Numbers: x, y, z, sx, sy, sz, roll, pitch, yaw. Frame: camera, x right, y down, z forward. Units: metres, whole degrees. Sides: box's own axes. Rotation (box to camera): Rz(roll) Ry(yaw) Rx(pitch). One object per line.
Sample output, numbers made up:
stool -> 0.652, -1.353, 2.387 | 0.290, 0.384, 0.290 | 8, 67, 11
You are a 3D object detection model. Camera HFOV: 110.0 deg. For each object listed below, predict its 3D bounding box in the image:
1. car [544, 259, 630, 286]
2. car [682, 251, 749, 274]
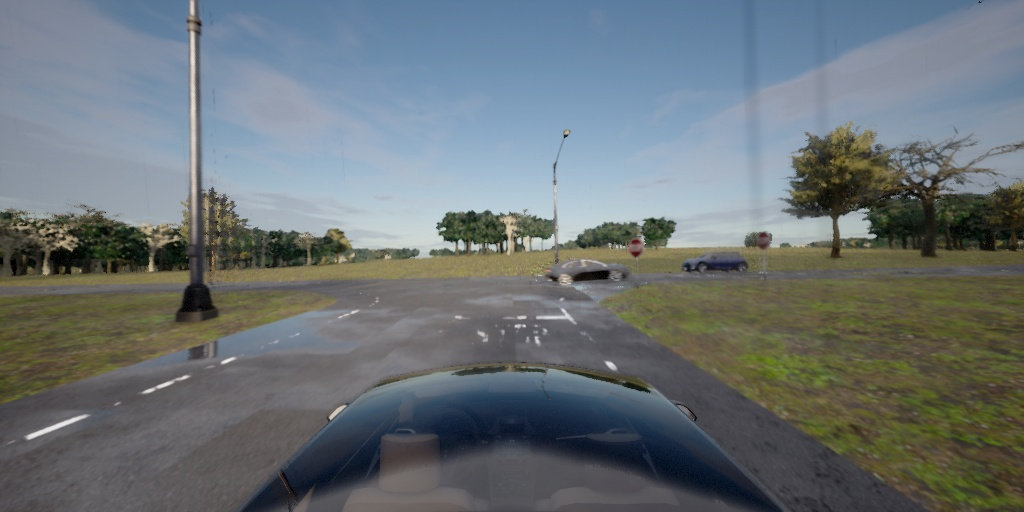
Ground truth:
car -> 4.314, 0.887, 20.947 | 4.902, 1.511, 2.128 | -4, 0, -1
car -> 15.849, 0.431, 28.178 | 4.553, 1.767, 2.097 | 0, -1, -1
